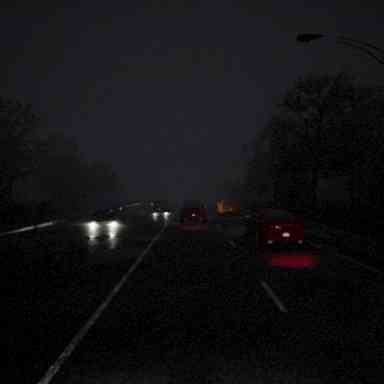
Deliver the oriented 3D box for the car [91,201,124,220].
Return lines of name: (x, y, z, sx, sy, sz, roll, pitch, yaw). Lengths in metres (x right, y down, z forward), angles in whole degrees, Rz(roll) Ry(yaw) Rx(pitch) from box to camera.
car: (-7.095, 1.477, 28.320, 1.882, 1.535, 5.008, 0, 0, 0)

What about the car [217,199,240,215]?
car: (3.603, 1.477, 33.357, 1.882, 1.535, 5.008, 0, 0, 0)

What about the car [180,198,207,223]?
car: (0.103, 1.477, 25.746, 1.882, 1.535, 5.008, 0, 0, 0)

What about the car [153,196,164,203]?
car: (-6.955, 1.511, 68.683, 1.812, 1.442, 4.674, 0, 0, 0)

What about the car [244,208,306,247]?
car: (3.600, 1.477, 15.179, 1.882, 1.535, 5.008, 0, 0, 0)

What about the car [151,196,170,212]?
car: (-3.591, 1.546, 39.223, 2.033, 1.411, 5.357, 0, 0, 0)

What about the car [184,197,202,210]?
car: (0.103, 1.491, 42.978, 2.128, 1.511, 4.902, 0, 0, 0)
